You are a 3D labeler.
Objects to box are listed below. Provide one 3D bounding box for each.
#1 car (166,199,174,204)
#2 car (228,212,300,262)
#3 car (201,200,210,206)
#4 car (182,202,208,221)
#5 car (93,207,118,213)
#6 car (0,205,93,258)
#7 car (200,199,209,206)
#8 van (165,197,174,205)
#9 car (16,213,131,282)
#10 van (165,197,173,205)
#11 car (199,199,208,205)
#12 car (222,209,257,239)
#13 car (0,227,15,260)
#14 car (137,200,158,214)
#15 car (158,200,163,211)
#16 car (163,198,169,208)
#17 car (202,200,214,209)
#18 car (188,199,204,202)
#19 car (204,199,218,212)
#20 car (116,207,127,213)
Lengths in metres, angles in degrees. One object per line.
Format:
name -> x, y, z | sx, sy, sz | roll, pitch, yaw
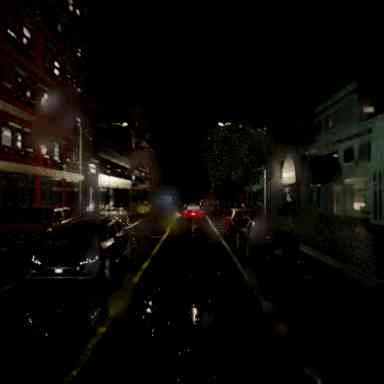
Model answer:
car -> -5.603, 2.468, 86.525 | 1.802, 1.307, 4.206 | 0, -1, 0
car -> 2.701, 1.666, 12.460 | 2.008, 1.369, 4.403 | 0, -1, 0
car -> 2.760, 2.276, 69.423 | 1.802, 1.307, 4.206 | 0, -1, 0
car -> 0.127, 1.848, 29.984 | 1.994, 1.385, 4.181 | 0, -1, 0
car -> -5.673, 1.734, 18.167 | 1.947, 1.339, 4.313 | 0, -1, 0
car -> -5.680, 1.429, 12.473 | 2.192, 1.841, 5.009 | 0, -1, 0
car -> 2.766, 2.302, 75.121 | 1.887, 1.381, 4.507 | 0, -1, 0
van -> -5.616, 2.098, 75.135 | 1.690, 1.788, 3.998 | 0, -1, 0
car -> -3.086, 1.597, 10.139 | 1.837, 1.490, 4.892 | 0, -1, 0
van -> -5.610, 2.162, 80.831 | 1.690, 1.788, 3.998 | 0, -1, 0
car -> 2.772, 2.388, 80.817 | 1.947, 1.339, 4.313 | 0, -1, 0
car -> 2.707, 1.609, 18.158 | 1.967, 1.590, 4.097 | 0, -1, 0
car -> -5.685, 1.643, 6.774 | 1.802, 1.307, 4.206 | 0, -1, 0
car -> -5.650, 1.917, 40.784 | 1.752, 1.417, 4.829 | 0, -1, 0
car -> -5.644, 1.995, 46.651 | 1.887, 1.381, 4.507 | 0, -1, 0
car -> -5.632, 2.135, 58.042 | 1.947, 1.339, 4.313 | 0, -1, 0
car -> 2.748, 2.115, 58.031 | 1.887, 1.381, 4.507 | 0, -1, 0
car -> 0.145, 1.933, 45.831 | 2.128, 1.511, 4.902 | 0, -1, 0
car -> 2.737, 2.002, 46.640 | 2.008, 1.369, 4.403 | 0, -1, 0
car -> -5.667, 1.774, 23.863 | 2.008, 1.369, 4.403 | 0, -1, 0
